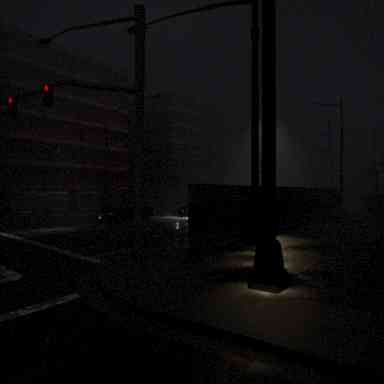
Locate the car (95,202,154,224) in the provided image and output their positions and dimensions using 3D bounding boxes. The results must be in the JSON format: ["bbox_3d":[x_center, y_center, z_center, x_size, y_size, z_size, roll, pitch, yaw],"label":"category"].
[{"bbox_3d":[-4.902,1.491,24.767,2.128,1.511,4.902,0,0,35],"label":"car"}]

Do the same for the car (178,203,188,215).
[{"bbox_3d":[0.537,1.505,32.511,1.837,1.490,4.892,0,0,35],"label":"car"}]
